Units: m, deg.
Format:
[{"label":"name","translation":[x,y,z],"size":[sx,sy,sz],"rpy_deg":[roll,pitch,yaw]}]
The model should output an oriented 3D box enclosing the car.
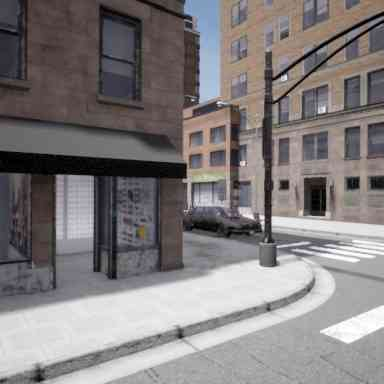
[{"label":"car","translation":[1.211,1.468,17.469],"size":[2.033,1.411,5.357],"rpy_deg":[0,0,-36]}]
